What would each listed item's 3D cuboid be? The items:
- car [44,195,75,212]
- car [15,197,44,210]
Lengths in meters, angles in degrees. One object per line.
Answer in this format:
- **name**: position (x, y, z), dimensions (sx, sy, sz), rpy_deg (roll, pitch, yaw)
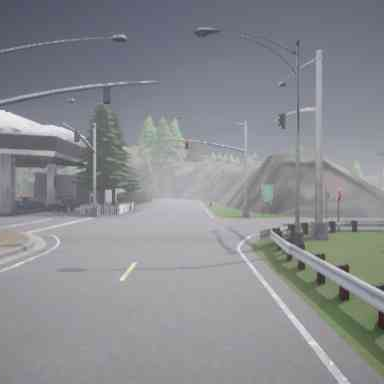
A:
- **car**: position (-14.528, 1.272, 37.237), dimensions (1.905, 1.878, 3.866), rpy_deg (0, 0, -1)
- **car**: position (-20.235, 1.439, 41.514), dimensions (2.242, 1.667, 4.611), rpy_deg (0, 0, -1)
